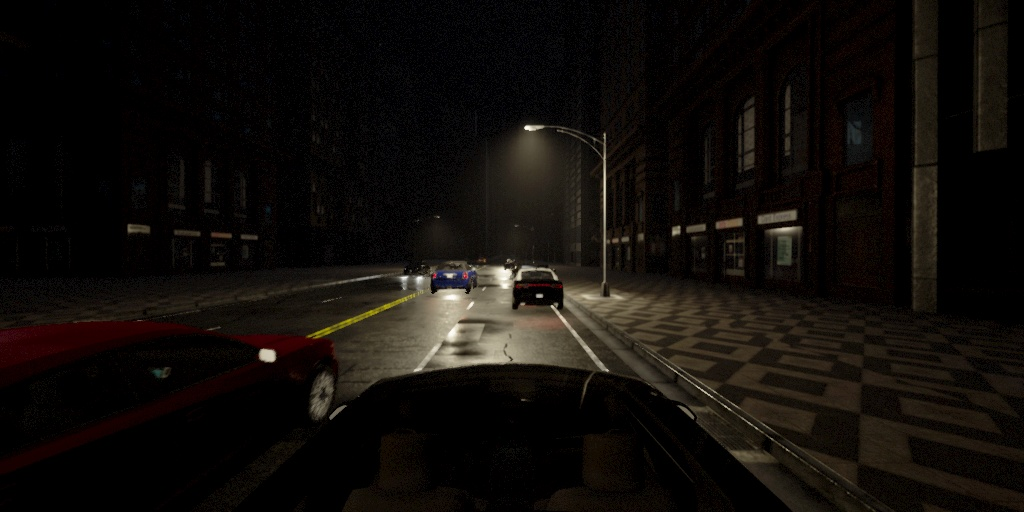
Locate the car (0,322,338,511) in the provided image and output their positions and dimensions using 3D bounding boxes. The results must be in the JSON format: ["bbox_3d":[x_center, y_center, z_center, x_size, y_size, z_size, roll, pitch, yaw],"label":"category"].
[{"bbox_3d":[-3.150,1.227,2.602,1.882,1.535,5.008,0,0,0],"label":"car"}]

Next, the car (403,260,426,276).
[{"bbox_3d":[-9.955,1.235,37.642,1.837,1.490,4.892,0,0,0],"label":"car"}]

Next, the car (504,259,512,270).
[{"bbox_3d":[-0.127,1.225,50.196,2.128,1.511,4.902,0,0,0],"label":"car"}]

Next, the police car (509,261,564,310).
[{"bbox_3d":[0.937,1.164,14.885,1.930,1.638,5.238,0,0,0],"label":"police car"}]

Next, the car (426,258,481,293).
[{"bbox_3d":[-3.205,1.087,20.599,2.097,1.767,4.553,0,0,0],"label":"car"}]
